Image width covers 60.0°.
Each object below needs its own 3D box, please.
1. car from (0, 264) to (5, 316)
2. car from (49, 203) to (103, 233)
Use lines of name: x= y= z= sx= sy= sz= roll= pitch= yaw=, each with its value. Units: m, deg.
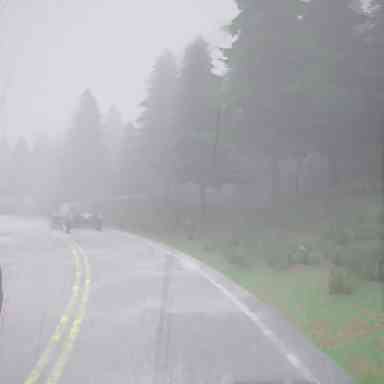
car: x=-3.725 y=1.525 z=3.343 sx=1.882 sy=1.535 sz=5.008 roll=-1 pitch=0 yaw=-8
car: x=-7.116 y=1.415 z=20.186 sx=2.097 sy=1.767 sz=4.553 roll=2 pitch=-1 yaw=-36
